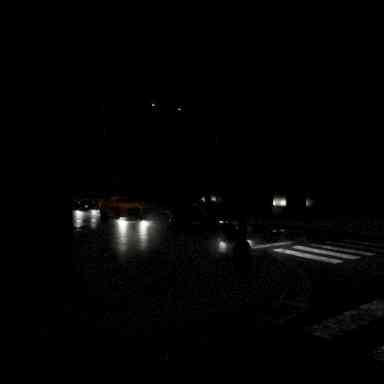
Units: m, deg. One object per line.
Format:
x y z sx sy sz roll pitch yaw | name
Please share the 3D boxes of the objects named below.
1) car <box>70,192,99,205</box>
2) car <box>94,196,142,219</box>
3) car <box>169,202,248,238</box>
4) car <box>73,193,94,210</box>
-13.795 0.819 42.313 2.033 1.411 5.357 0 1 -35 | car
-5.525 1.084 25.446 1.882 1.535 5.008 0 1 -35 | car
0.692 1.272 16.614 2.128 1.511 4.902 0 1 -35 | car
-11.373 1.037 33.764 1.895 1.301 4.718 0 1 -35 | car
